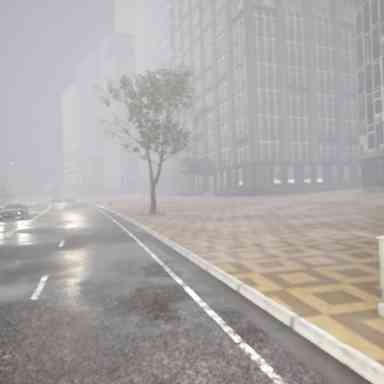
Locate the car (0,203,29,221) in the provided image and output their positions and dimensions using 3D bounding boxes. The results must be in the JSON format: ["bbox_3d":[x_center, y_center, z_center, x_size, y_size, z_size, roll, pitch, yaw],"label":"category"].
[{"bbox_3d":[-16.288,1.777,30.700,1.837,1.490,4.892,-2,0,-19],"label":"car"}]

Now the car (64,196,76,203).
[{"bbox_3d":[-30.112,1.938,82.694,2.128,1.511,4.902,-2,0,-24],"label":"car"}]

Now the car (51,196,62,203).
[{"bbox_3d":[-33.422,1.874,82.123,2.097,1.767,4.553,-2,0,-24],"label":"car"}]
